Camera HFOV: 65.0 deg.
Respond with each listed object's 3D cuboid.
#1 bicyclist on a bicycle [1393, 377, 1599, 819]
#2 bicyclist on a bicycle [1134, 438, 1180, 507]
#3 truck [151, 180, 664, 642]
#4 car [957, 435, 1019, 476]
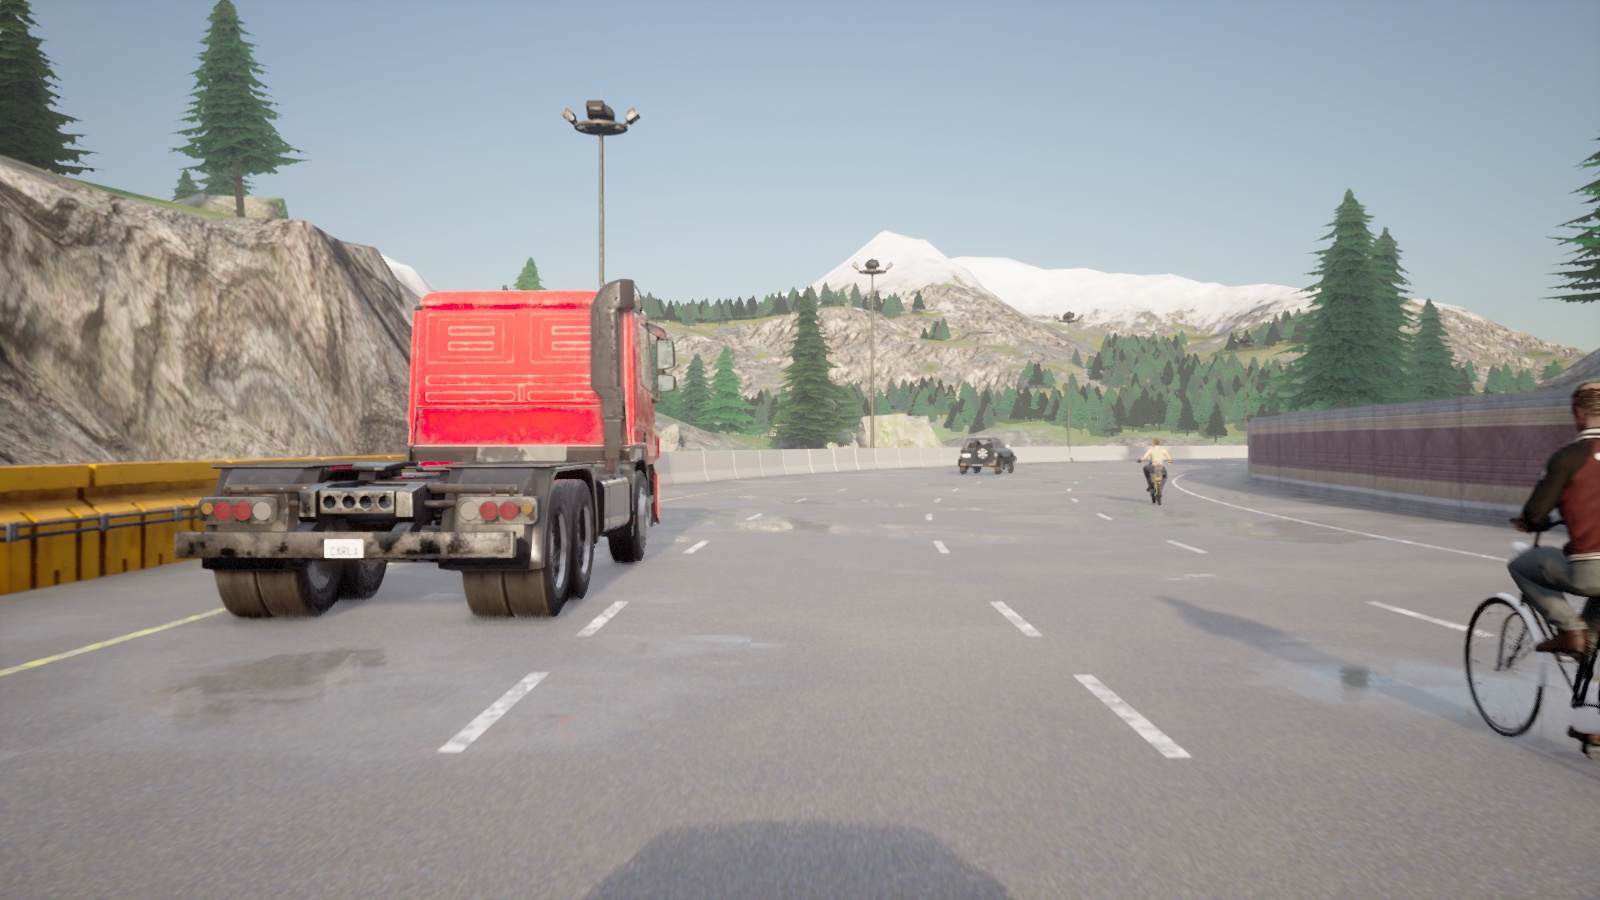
[{"bbox_3d":[3.547,0.587,5.898,0.659,1.776,1.843,0,0,0],"label":"bicyclist on a bicycle"},{"bbox_3d":[8.575,0.519,30.225,0.866,1.612,1.509,0,0,8],"label":"bicyclist on a bicycle"},{"bbox_3d":[-3.376,-0.314,13.390,2.891,3.462,7.936,0,0,1],"label":"truck"},{"bbox_3d":[8.965,0.235,59.536,1.932,1.855,4.605,0,0,21],"label":"car"}]
